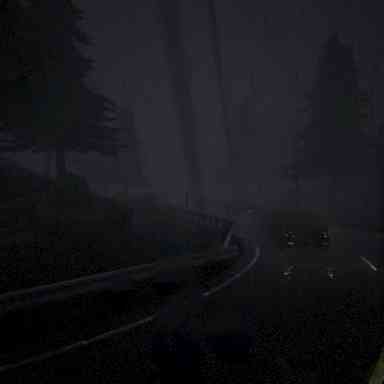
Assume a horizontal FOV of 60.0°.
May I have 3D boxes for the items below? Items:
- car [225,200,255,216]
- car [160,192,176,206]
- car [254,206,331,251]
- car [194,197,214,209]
[{"bbox_3d":[4.655,1.505,32.411,1.837,1.490,4.892,0,0,-13],"label":"car"},{"bbox_3d":[-4.107,1.031,55.449,2.150,2.045,5.566,0,0,-12],"label":"car"},{"bbox_3d":[4.225,1.477,14.364,1.882,1.535,5.008,1,0,0],"label":"car"},{"bbox_3d":[1.610,1.477,45.977,1.882,1.535,5.008,0,0,-12],"label":"car"}]
